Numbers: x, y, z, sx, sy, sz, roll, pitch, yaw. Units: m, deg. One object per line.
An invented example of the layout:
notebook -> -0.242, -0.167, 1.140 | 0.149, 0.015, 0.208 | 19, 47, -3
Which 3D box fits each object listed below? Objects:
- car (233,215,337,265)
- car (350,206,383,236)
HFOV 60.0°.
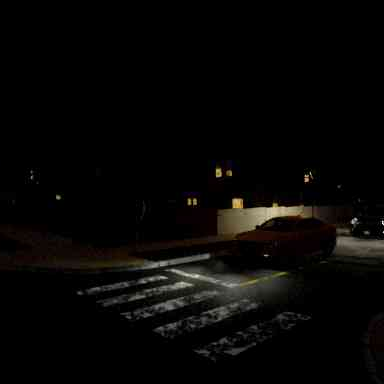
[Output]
car -> 3.666, 1.666, 12.682 | 5.008, 1.535, 1.882 | 1, -2, -42
car -> 11.041, 1.642, 19.395 | 4.553, 1.767, 2.097 | 1, -2, -42
